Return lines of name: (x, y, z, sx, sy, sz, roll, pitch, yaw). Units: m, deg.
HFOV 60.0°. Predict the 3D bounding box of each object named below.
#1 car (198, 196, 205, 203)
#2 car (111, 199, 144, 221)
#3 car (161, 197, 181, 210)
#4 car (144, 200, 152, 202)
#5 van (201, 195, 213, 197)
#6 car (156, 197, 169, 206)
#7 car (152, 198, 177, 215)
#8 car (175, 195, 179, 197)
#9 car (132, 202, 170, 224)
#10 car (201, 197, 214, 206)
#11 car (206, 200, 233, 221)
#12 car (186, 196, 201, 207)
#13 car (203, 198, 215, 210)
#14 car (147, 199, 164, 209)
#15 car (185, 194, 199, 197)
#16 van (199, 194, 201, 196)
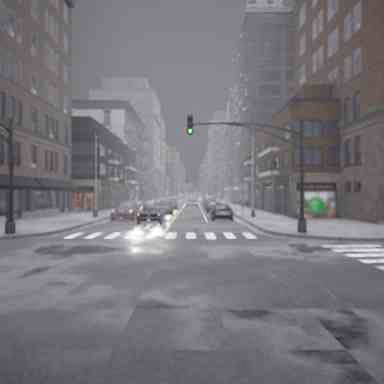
car: (2.341, 1.824, 82.110, 1.812, 1.442, 4.674, 0, 0, 0)
car: (-5.561, 1.529, 28.184, 1.967, 1.590, 4.097, 0, 0, 0)
car: (-2.921, 1.710, 45.475, 1.994, 1.385, 4.181, 0, 0, 0)
car: (-5.531, 1.546, 33.695, 1.967, 1.590, 4.097, 0, 0, 0)
van: (2.581, 1.508, 50.185, 1.690, 1.788, 3.998, 0, 0, 0)
car: (-5.385, 1.645, 61.248, 1.967, 1.590, 4.097, 0, 0, 0)
car: (-2.980, 1.677, 35.516, 1.994, 1.385, 4.181, 0, 0, 1)
car: (-5.238, 1.905, 88.802, 1.802, 1.307, 4.206, 0, 0, 0)
car: (-3.038, 1.683, 25.538, 1.895, 1.301, 4.718, 0, 0, 0)
car: (2.552, 1.713, 44.674, 1.947, 1.339, 4.313, 0, 0, 0)
car: (2.464, 1.659, 28.141, 1.947, 1.339, 4.313, 0, 0, 0)
car: (0.064, 1.780, 53.777, 1.895, 1.301, 4.718, 0, 0, 0)
car: (2.522, 1.710, 39.163, 1.802, 1.307, 4.206, 0, 0, 0)
car: (-5.444, 1.713, 50.227, 2.008, 1.369, 4.403, 0, 0, 0)
car: (0.028, 1.721, 65.916, 2.128, 1.511, 4.902, 0, 0, 0)
van: (2.639, 1.551, 61.206, 1.690, 1.788, 3.998, 0, 0, 0)
